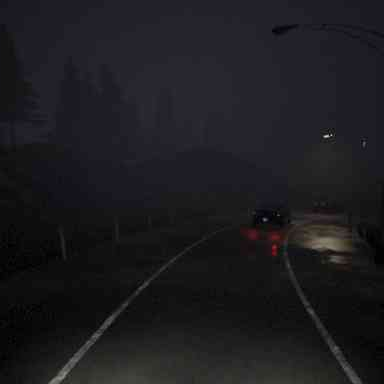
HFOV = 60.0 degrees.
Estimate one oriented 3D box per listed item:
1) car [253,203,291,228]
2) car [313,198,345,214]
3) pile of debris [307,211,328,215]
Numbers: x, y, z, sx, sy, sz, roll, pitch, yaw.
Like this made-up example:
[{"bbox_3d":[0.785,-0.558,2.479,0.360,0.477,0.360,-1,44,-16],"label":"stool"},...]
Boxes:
[{"bbox_3d":[5.205,1.430,21.492,1.812,1.442,4.674,2,1,24],"label":"car"},{"bbox_3d":[15.037,1.407,36.219,2.097,1.767,4.553,5,2,42],"label":"car"},{"bbox_3d":[12.978,2.172,34.502,1.500,0.140,1.860,4,2,40],"label":"pile of debris"}]
